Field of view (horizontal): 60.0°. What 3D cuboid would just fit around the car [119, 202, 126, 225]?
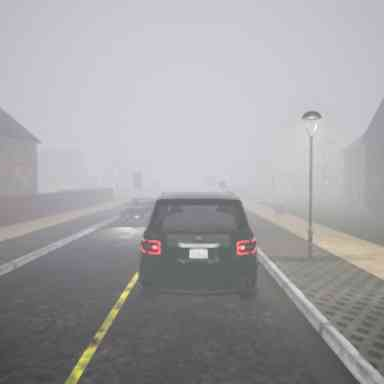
[{"bbox_3d":[-2.701,0.984,18.396,1.994,1.385,4.181,0,2,1],"label":"car"}]

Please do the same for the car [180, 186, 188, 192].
[{"bbox_3d":[-2.071,-0.829,86.718,1.994,1.385,4.181,0,1,0],"label":"car"}]

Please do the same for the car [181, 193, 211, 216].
[{"bbox_3d":[0.269,0.817,24.192,1.994,1.385,4.181,0,2,1],"label":"car"}]

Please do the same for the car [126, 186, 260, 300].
[{"bbox_3d":[0.140,0.965,7.886,2.150,2.045,5.566,0,2,1],"label":"car"}]
